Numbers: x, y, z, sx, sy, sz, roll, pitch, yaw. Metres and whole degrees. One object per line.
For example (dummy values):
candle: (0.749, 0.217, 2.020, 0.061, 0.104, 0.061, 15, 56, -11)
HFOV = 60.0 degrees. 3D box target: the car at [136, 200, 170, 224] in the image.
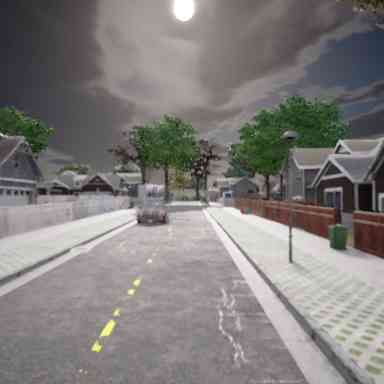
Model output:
car: (-2.840, 1.407, 24.956, 2.097, 1.767, 4.553, 0, 0, 0)
